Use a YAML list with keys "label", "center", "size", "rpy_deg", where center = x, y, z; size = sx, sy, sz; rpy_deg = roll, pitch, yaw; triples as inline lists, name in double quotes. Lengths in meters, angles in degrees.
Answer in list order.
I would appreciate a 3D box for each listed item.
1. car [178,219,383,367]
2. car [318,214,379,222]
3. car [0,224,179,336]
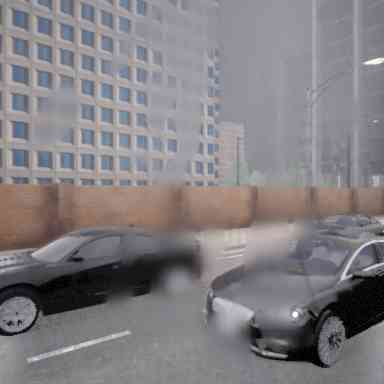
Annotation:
- label: "car"
  center: [2.420, 1.490, 5.859]
  size: [4.902, 1.511, 2.128]
  rpy_deg: [0, 0, -37]
- label: "car"
  center: [6.031, 1.557, 13.002]
  size: [4.181, 1.385, 1.994]
  rpy_deg: [0, 0, -37]
- label: "car"
  center: [-2.003, 1.477, 6.893]
  size: [5.008, 1.535, 1.882]
  rpy_deg: [0, 0, -37]
